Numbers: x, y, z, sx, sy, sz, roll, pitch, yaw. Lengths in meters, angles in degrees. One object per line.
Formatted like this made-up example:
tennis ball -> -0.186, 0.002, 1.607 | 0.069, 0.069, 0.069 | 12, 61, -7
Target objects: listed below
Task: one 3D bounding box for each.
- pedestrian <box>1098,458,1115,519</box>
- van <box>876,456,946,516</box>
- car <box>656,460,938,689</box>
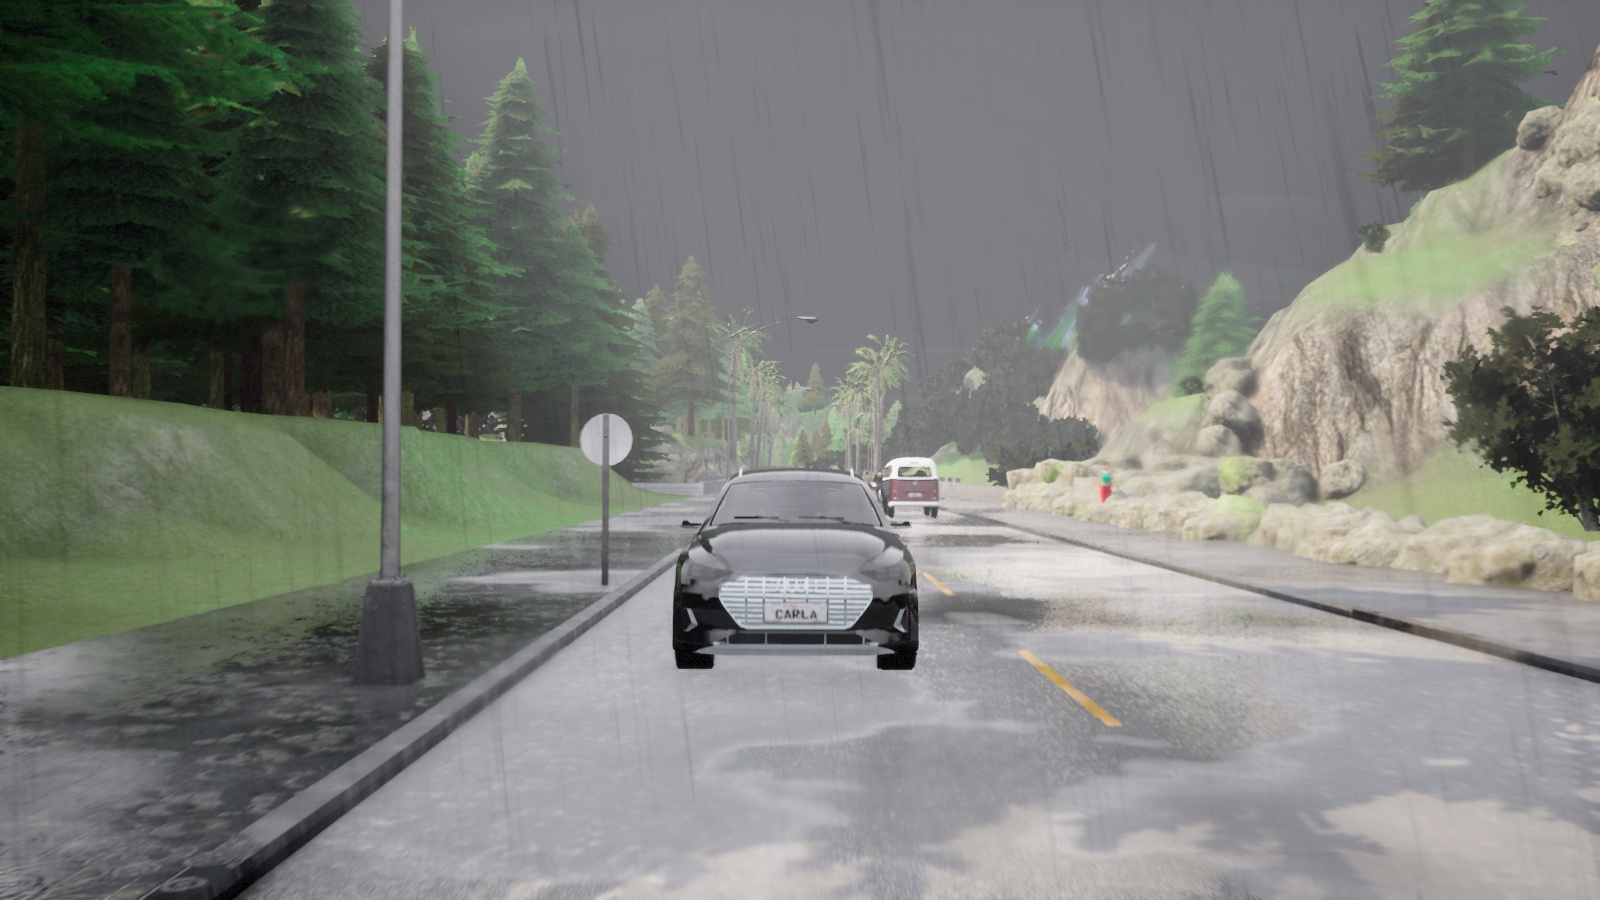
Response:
pedestrian -> 9.270, 1.152, 38.025 | 0.345, 1.836, 0.594 | 0, -1, -2
van -> 3.892, 1.296, 44.689 | 2.069, 2.038, 4.480 | 0, -2, 0
car -> -0.028, 0.948, 11.528 | 2.033, 1.649, 4.856 | 0, -1, 0
